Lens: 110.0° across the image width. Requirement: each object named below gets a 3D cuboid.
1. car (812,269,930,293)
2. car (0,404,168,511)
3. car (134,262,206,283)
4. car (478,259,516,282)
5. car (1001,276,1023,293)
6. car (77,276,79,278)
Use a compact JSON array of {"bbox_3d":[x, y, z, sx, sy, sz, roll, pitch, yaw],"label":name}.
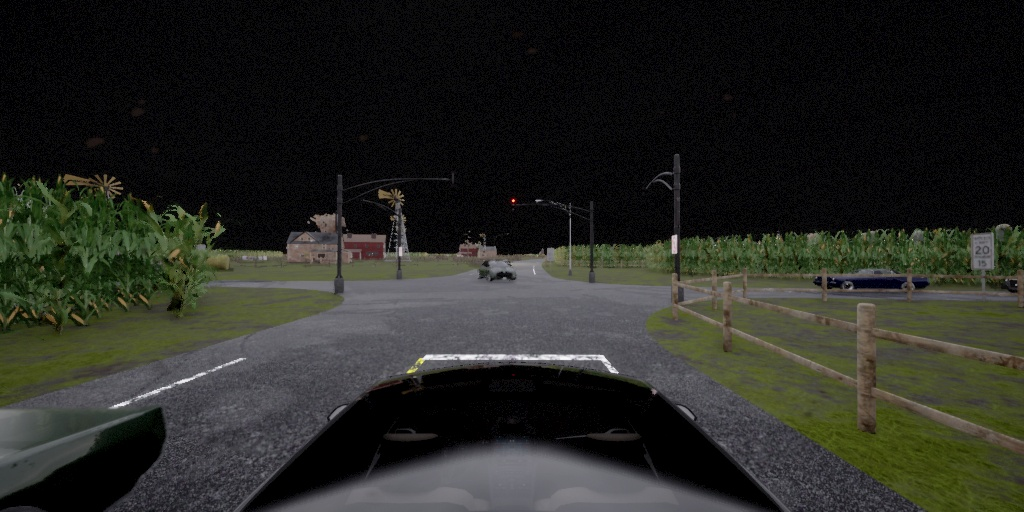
[{"bbox_3d":[20.380,1.401,20.606,4.718,1.301,1.895,0,-1,9],"label":"car"},{"bbox_3d":[-3.590,1.350,0.483,1.895,1.301,4.718,0,0,0],"label":"car"},{"bbox_3d":[-24.191,1.195,25.293,4.902,1.511,2.128,0,-1,9],"label":"car"},{"bbox_3d":[-1.286,1.101,28.971,2.097,1.767,4.553,0,0,-19],"label":"car"},{"bbox_3d":[29.348,1.377,19.058,4.181,1.385,1.994,0,-1,10],"label":"car"},{"bbox_3d":[-34.006,1.293,26.943,4.718,1.301,1.895,0,-1,9],"label":"car"}]
